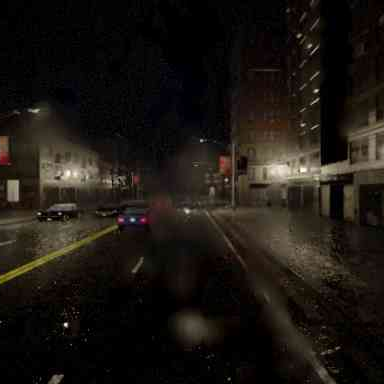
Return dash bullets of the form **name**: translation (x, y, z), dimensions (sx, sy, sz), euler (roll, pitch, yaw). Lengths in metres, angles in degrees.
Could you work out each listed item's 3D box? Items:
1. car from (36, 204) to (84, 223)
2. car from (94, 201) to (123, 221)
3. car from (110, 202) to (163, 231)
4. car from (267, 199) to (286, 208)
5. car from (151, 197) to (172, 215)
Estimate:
- **car**: translation (-9.845, 1.587, 25.163), dimensions (1.895, 1.301, 4.718), euler (0, 0, 0)
- **car**: translation (-6.581, 1.462, 27.492), dimensions (1.882, 1.535, 5.008), euler (0, 0, 0)
- **car**: translation (-3.169, 1.534, 20.248), dimensions (2.033, 1.411, 5.357), euler (0, 0, 0)
- **car**: translation (12.359, 1.556, 45.352), dimensions (4.313, 1.339, 1.947), euler (0, 0, 0)
- **car**: translation (-3.181, 1.334, 34.369), dimensions (2.097, 1.767, 4.553), euler (0, 0, 0)
